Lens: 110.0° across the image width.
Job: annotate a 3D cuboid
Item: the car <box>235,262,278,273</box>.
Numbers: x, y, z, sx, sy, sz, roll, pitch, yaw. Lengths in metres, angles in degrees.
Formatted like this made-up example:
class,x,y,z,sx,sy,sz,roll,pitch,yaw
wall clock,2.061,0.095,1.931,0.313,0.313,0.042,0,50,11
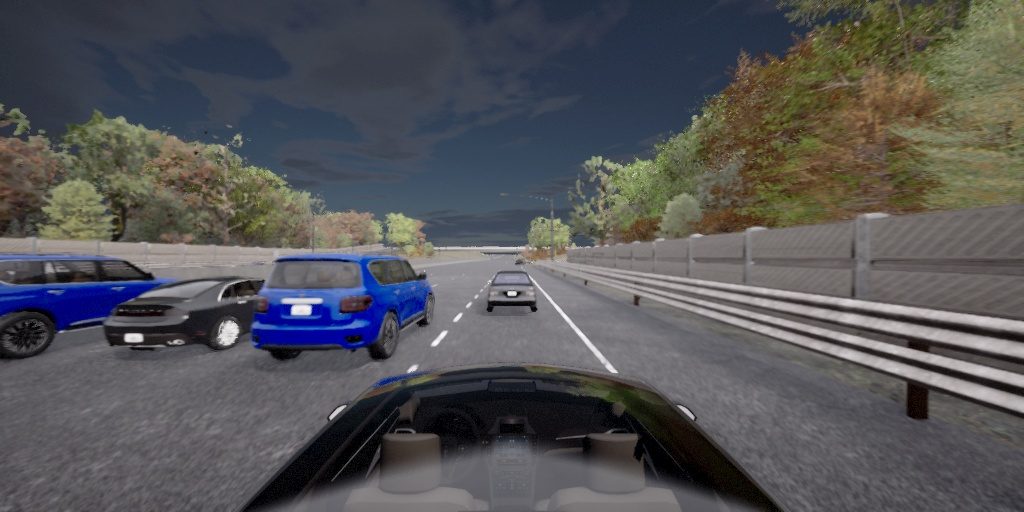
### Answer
class,x,y,z,sx,sy,sz,roll,pitch,yaw
car,-31.507,1.387,44.384,1.895,1.301,4.718,0,0,0

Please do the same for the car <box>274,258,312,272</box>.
class,x,y,z,sx,sy,sz,roll,pitch,yaw
car,-28.013,1.147,46.094,2.097,1.767,4.553,0,-1,1

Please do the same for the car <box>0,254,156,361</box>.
class,x,y,z,sx,sy,sz,roll,pitch,yaw
car,-10.401,0.969,8.433,2.150,2.045,5.566,0,0,0

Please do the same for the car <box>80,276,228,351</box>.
class,x,y,z,sx,sy,sz,roll,pitch,yaw
car,-6.901,1.253,8.968,1.837,1.490,4.892,0,0,0

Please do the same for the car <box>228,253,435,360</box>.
class,x,y,z,sx,sy,sz,roll,pitch,yaw
car,-3.402,0.970,8.481,2.150,2.045,5.566,0,0,0

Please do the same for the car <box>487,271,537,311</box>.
class,x,y,z,sx,sy,sz,roll,pitch,yaw
car,0.000,1.296,14.390,2.033,1.411,5.357,0,0,0
